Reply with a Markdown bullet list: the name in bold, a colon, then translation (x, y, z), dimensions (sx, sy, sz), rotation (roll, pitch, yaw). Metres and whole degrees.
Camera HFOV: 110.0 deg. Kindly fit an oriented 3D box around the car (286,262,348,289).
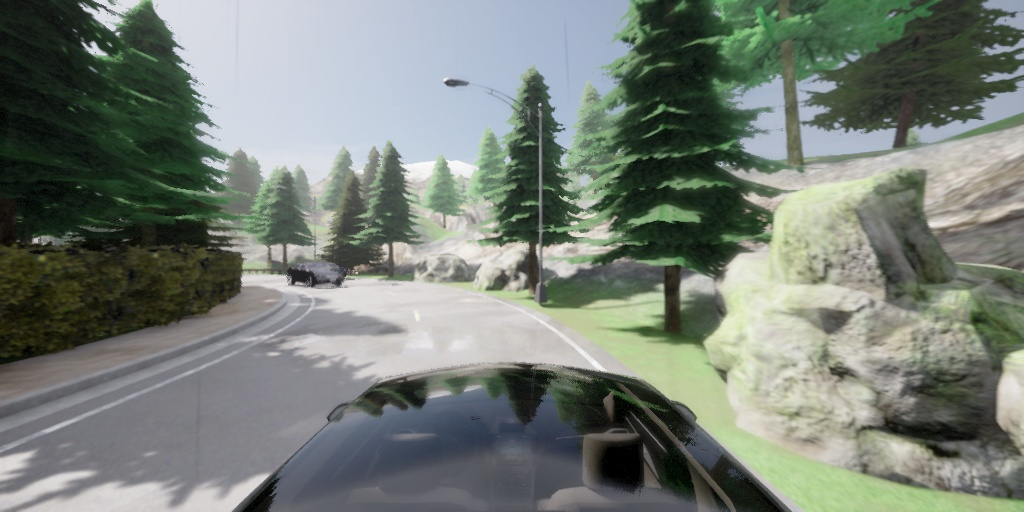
- **car**: translation (-12.340, 1.128, 22.418), dimensions (4.902, 1.511, 2.128), rotation (0, 0, 39)
